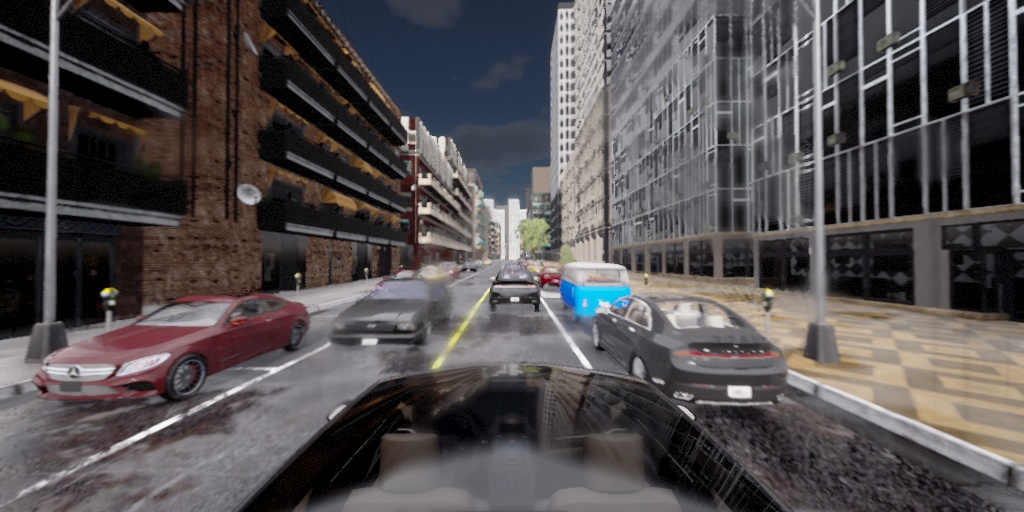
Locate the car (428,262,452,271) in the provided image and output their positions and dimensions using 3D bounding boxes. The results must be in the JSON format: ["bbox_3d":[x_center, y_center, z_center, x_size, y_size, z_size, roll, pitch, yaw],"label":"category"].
[{"bbox_3d":[-5.318,1.298,23.177,1.751,1.417,4.829,0,0,0],"label":"car"}]

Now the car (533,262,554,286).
[{"bbox_3d":[2.562,1.318,23.197,1.888,1.381,4.507,0,0,0],"label":"car"}]

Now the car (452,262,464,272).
[{"bbox_3d":[-5.319,1.219,28.994,1.967,1.591,4.097,0,0,0],"label":"car"}]

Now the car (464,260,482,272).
[{"bbox_3d":[-5.331,1.366,45.933,1.948,1.339,4.313,0,0,0],"label":"car"}]

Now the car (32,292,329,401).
[{"bbox_3d":[-5.316,1.337,6.408,1.802,1.307,4.207,0,0,0],"label":"car"}]

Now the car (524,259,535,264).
[{"bbox_3d":[2.559,1.319,40.324,1.751,1.417,4.829,0,0,0],"label":"car"}]

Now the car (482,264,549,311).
[{"bbox_3d":[0.098,1.255,14.535,2.128,1.511,4.902,0,0,0],"label":"car"}]

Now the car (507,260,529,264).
[{"bbox_3d":[0.096,1.329,30.953,2.033,1.411,5.357,0,0,0],"label":"car"}]

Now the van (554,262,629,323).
[{"bbox_3d":[2.564,1.101,11.892,1.690,1.789,3.998,0,0,0],"label":"van"}]

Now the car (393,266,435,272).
[{"bbox_3d":[-5.317,1.348,17.701,1.802,1.307,4.207,0,0,0],"label":"car"}]

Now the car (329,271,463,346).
[{"bbox_3d":[-2.765,1.306,9.703,2.033,1.411,5.357,0,0,1],"label":"car"}]

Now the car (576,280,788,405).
[{"bbox_3d":[2.565,1.305,6.240,2.007,1.370,4.403,0,0,0],"label":"car"}]

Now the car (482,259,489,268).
[{"bbox_3d":[-5.298,1.365,57.226,2.007,1.370,4.403,0,0,0],"label":"car"}]

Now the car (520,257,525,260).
[{"bbox_3d":[2.558,1.247,51.459,1.967,1.591,4.097,0,0,0],"label":"car"}]
